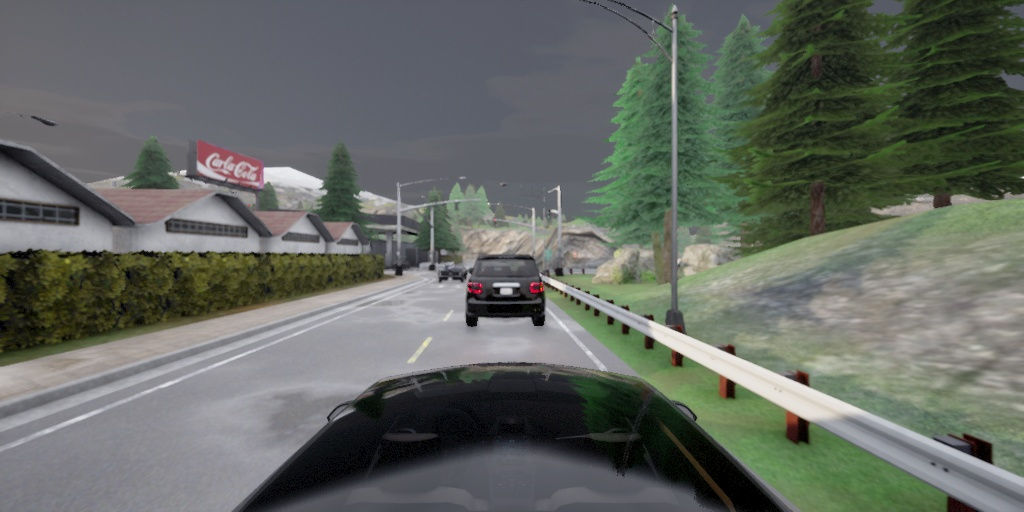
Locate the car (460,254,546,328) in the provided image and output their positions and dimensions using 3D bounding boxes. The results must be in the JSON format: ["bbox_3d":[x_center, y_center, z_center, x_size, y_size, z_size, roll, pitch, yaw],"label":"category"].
[{"bbox_3d":[-0.239,0.960,11.488,2.150,2.045,5.566,0,0,-2],"label":"car"}]

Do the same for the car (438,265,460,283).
[{"bbox_3d":[-4.522,1.341,27.943,1.895,1.301,4.718,0,0,-2],"label":"car"}]
